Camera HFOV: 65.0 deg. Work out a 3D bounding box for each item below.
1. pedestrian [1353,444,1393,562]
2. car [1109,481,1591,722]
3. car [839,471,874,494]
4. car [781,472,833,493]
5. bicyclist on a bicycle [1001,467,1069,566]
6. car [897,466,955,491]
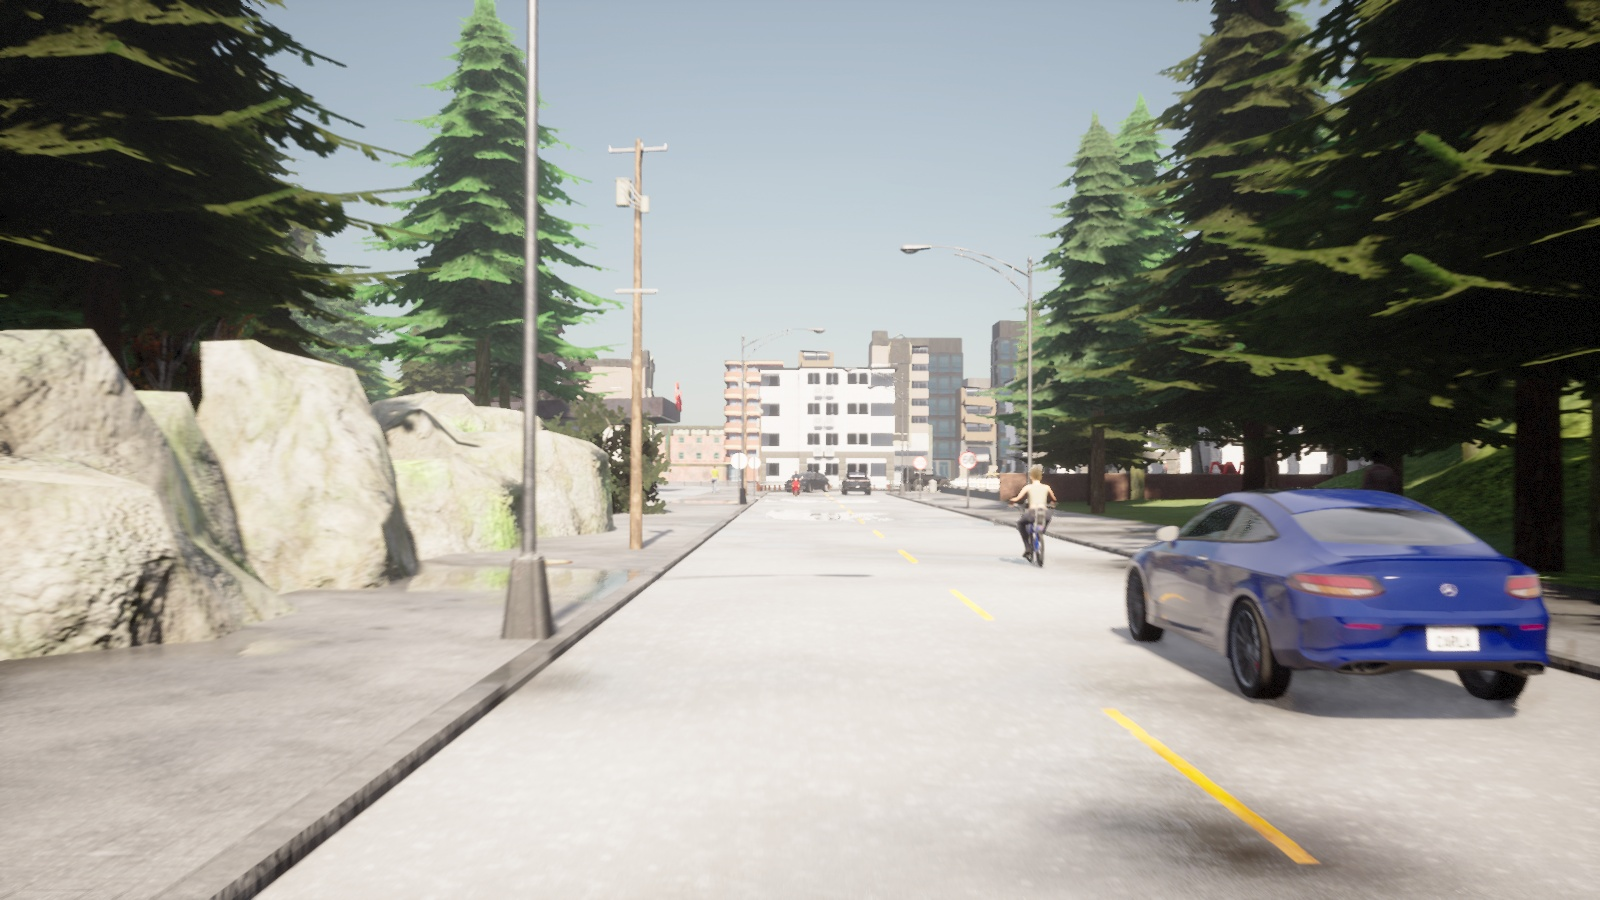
[{"bbox_3d":[8.985,0.818,19.707,0.328,1.805,0.869,0,-1,9],"label":"pedestrian"},{"bbox_3d":[3.975,0.993,10.109,1.812,1.442,4.674,0,-1,0],"label":"car"},{"bbox_3d":[3.739,2.155,83.740,2.128,1.511,4.902,0,-1,0],"label":"car"},{"bbox_3d":[0.538,2.336,90.814,1.837,1.490,4.892,-1,-1,25],"label":"car"},{"bbox_3d":[3.943,1.090,21.204,0.866,1.612,1.509,0,-1,0],"label":"bicyclist on a bicycle"},{"bbox_3d":[9.500,2.152,94.504,3.866,1.878,1.905,0,-1,-24],"label":"car"}]
